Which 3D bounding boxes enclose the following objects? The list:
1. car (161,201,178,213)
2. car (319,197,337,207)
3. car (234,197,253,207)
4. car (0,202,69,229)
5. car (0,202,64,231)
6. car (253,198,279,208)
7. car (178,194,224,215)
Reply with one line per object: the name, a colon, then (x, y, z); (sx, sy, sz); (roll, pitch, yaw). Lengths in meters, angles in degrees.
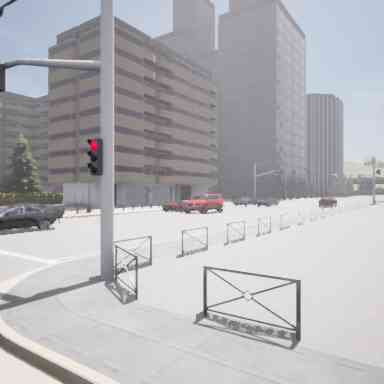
car: (-1.326, 1.600, 37.465); (1.895, 1.301, 4.718); (0, 0, 35)
car: (20.783, 1.478, 50.716); (1.882, 1.535, 5.008); (0, 0, 35)
car: (8.417, 1.458, 51.446); (2.033, 1.411, 5.357); (0, 0, 35)
car: (-11.302, 1.491, 22.987); (2.128, 1.511, 4.902); (0, 0, 35)
car: (-10.025, 1.491, 18.532); (2.128, 1.511, 4.902); (0, 0, 33)
car: (11.283, 1.608, 49.436); (1.895, 1.301, 4.718); (0, 0, 35)
car: (1.318, 1.220, 35.135); (2.150, 2.045, 5.566); (0, 0, 35)
